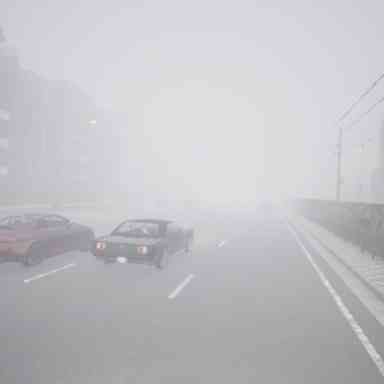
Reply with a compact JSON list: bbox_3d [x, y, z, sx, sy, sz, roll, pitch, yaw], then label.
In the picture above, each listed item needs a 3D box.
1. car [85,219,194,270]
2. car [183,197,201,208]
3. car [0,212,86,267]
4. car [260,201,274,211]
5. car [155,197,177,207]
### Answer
[{"bbox_3d":[-1.304,1.538,10.992,1.895,1.301,4.718,2,0,14],"label":"car"},{"bbox_3d":[0.062,1.465,47.834,2.128,1.511,4.902,2,0,13],"label":"car"},{"bbox_3d":[-4.862,1.351,10.700,1.994,1.385,4.181,2,0,13],"label":"car"},{"bbox_3d":[10.852,1.994,47.937,1.994,1.385,4.181,2,0,13],"label":"car"},{"bbox_3d":[-3.658,1.363,47.278,2.033,1.411,5.357,2,0,13],"label":"car"}]
